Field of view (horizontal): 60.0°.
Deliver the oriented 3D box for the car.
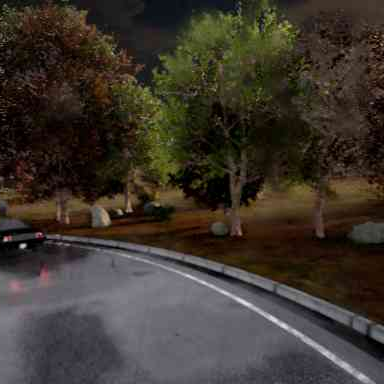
[{"bbox_3d":[-8.050,1.699,13.248,4.718,1.301,1.895,-1,0,31],"label":"car"}]
